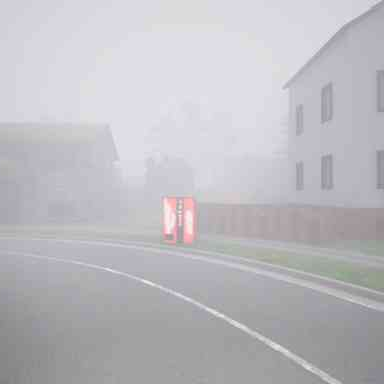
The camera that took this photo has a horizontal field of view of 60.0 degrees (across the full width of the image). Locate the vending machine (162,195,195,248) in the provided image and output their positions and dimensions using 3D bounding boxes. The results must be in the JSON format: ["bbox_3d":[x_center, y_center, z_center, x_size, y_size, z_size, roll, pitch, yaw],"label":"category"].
[{"bbox_3d":[-0.548,1.195,14.005,0.880,2.100,1.100,0,0,38],"label":"vending machine"}]
